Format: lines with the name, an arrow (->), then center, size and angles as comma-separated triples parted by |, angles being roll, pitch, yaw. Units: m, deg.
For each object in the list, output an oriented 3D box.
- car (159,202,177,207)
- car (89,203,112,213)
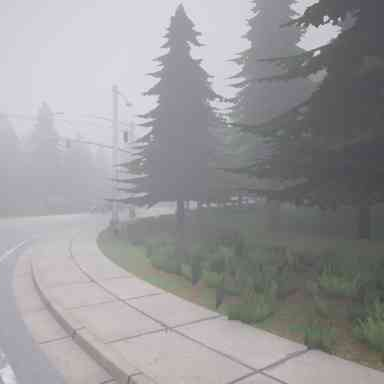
car -> -3.011, 1.526, 48.181 | 1.812, 1.442, 4.674 | 0, 0, 28
car -> -9.140, 1.491, 36.517 | 2.128, 1.511, 4.902 | 0, 0, 27
